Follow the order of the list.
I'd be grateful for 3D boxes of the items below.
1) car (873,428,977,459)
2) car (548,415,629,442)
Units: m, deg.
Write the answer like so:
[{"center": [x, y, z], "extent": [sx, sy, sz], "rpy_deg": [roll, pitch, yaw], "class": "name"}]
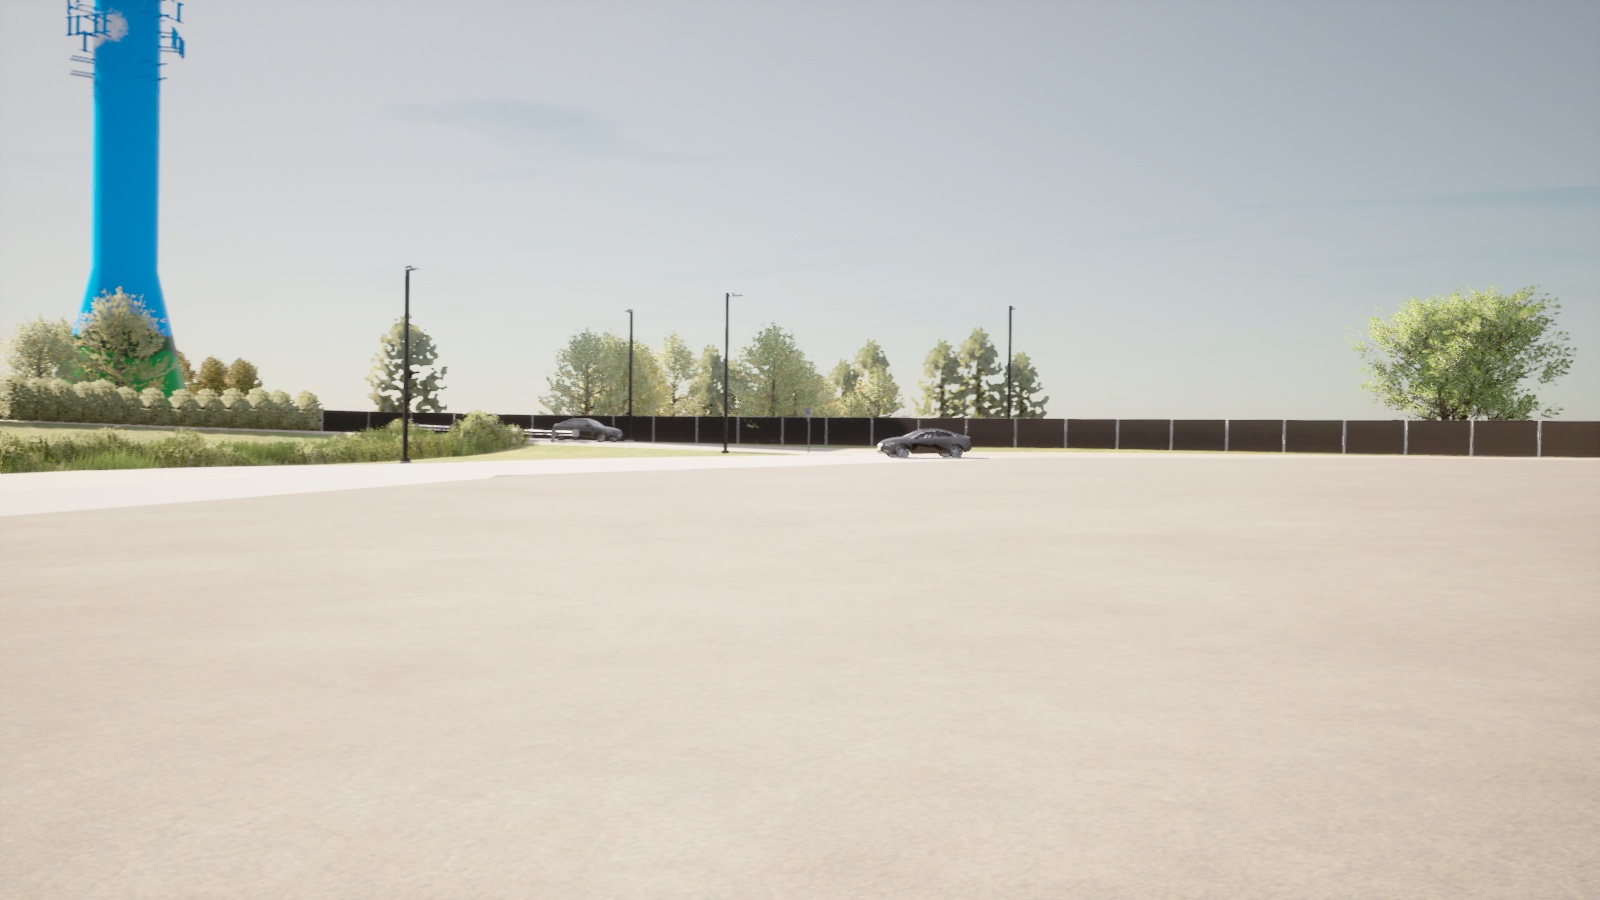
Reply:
[{"center": [6.400, -0.322, 64.584], "extent": [4.902, 1.511, 2.128], "rpy_deg": [0, 1, -14], "class": "car"}, {"center": [-13.295, -1.350, 78.939], "extent": [4.674, 1.442, 1.812], "rpy_deg": [3, 1, 22], "class": "car"}]
